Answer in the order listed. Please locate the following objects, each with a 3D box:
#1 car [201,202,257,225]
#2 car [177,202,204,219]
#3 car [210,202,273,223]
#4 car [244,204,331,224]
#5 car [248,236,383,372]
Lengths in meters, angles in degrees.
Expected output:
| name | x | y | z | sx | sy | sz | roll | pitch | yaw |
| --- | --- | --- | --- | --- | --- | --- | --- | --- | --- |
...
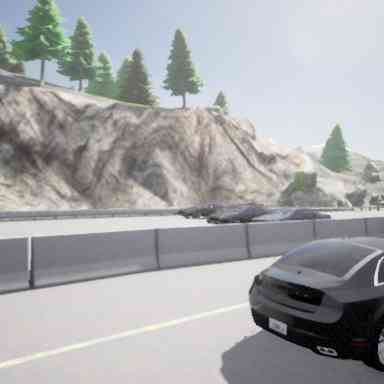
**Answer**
| name | x | y | z | sx | sy | sz | roll | pitch | yaw |
| --- | --- | --- | --- | --- | --- | --- | --- | --- | --- |
| car | 3.635 | 1.615 | 22.595 | 5.357 | 1.411 | 2.033 | 0 | 0 | -30 |
| car | 1.414 | 1.610 | 29.367 | 5.357 | 1.411 | 2.033 | 1 | 0 | -29 |
| car | 4.019 | 1.584 | 26.758 | 4.892 | 1.490 | 1.837 | 1 | 0 | -28 |
| car | 6.050 | 1.630 | 19.942 | 5.357 | 1.411 | 2.033 | 1 | 0 | -29 |
| car | 3.167 | 1.539 | 5.717 | 4.892 | 1.490 | 1.837 | 0 | 0 | -33 |
